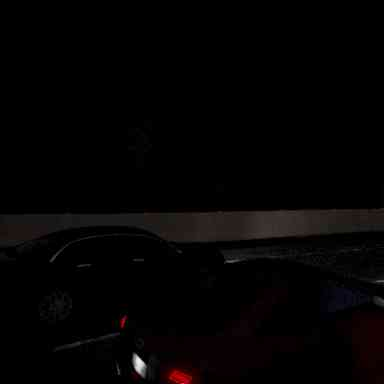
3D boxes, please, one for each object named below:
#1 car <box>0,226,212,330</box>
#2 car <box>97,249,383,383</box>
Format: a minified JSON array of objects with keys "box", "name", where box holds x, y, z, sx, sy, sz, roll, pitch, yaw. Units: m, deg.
[{"box":[-1.477,1.463,6.828,4.892,1.490,1.837,0,0,-32],"name":"car"},{"box":[1.232,1.549,4.076,4.181,1.385,1.994,0,0,-31],"name":"car"}]
